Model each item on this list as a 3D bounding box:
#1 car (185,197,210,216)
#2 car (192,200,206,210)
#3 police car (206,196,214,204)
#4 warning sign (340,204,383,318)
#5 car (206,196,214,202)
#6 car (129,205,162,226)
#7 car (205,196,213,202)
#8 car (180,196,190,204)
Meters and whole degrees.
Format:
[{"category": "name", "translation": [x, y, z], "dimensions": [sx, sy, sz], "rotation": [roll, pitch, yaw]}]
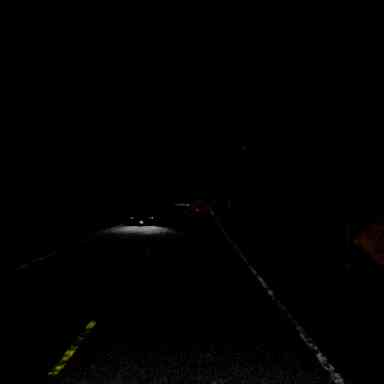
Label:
[{"category": "car", "translation": [0.621, 1.650, 35.341], "dimensions": [1.882, 1.535, 5.008], "rotation": [0, 0, 2]}, {"category": "car", "translation": [1.079, 1.825, 47.499], "dimensions": [1.895, 1.301, 4.718], "rotation": [0, 0, 3]}, {"category": "police car", "translation": [3.700, 1.759, 75.878], "dimensions": [1.930, 1.638, 5.238], "rotation": [0, 0, 4]}, {"category": "warning sign", "translation": [3.580, 1.158, 6.026], "dimensions": [1.300, 1.860, 1.060], "rotation": [0, -1, 0]}, {"category": "car", "translation": [5.010, 1.862, 91.666], "dimensions": [1.882, 1.535, 5.008], "rotation": [0, 0, 5]}, {"category": "car", "translation": [-3.330, 1.662, 24.995], "dimensions": [2.033, 1.411, 5.357], "rotation": [0, 0, 1]}, {"category": "car", "translation": [4.500, 1.822, 85.897], "dimensions": [1.801, 1.575, 5.366], "rotation": [0, 0, 5]}, {"category": "car", "translation": [-1.262, 1.648, 70.262], "dimensions": [2.097, 1.767, 4.553], "rotation": [0, 0, 4]}]
